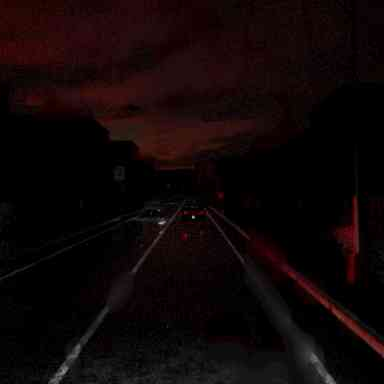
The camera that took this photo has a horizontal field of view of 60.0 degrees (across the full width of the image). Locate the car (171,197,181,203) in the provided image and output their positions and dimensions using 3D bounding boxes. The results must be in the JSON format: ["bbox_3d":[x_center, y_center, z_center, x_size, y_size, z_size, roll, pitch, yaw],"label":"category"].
[{"bbox_3d":[-3.480,1.725,73.453,1.994,1.385,4.181,0,0,0],"label":"car"}]

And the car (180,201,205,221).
[{"bbox_3d":[0.111,1.654,27.954,1.895,1.301,4.718,0,0,0],"label":"car"}]

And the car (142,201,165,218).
[{"bbox_3d":[-3.516,1.590,31.004,1.812,1.442,4.674,0,0,0],"label":"car"}]

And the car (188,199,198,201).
[{"bbox_3d":[0.124,1.621,42.919,1.837,1.490,4.892,0,0,0],"label":"car"}]
